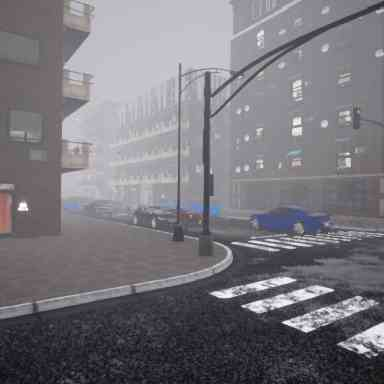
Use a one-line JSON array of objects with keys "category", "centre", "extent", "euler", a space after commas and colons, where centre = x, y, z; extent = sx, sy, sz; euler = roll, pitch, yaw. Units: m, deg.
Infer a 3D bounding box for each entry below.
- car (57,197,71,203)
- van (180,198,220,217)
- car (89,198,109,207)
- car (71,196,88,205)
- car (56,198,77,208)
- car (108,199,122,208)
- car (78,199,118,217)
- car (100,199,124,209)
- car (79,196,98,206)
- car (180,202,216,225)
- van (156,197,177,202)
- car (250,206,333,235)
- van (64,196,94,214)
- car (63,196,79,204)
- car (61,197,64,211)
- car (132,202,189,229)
[{"category": "car", "centre": [-27.768, 1.727, 72.111], "extent": [1.887, 1.381, 4.507], "euler": [1, -1, -35]}, {"category": "van", "centre": [0.893, 1.439, 30.717], "extent": [1.690, 1.788, 3.998], "euler": [1, -1, -35]}, {"category": "car", "centre": [-15.030, 1.730, 53.713], "extent": [1.802, 1.307, 4.206], "euler": [1, -1, -35]}, {"category": "car", "centre": [-21.398, 1.606, 62.913], "extent": [1.967, 1.590, 4.097], "euler": [1, -1, -35]}, {"category": "car", "centre": [-18.789, 1.647, 49.802], "extent": [1.994, 1.385, 4.181], "euler": [1, -1, -35]}, {"category": "car", "centre": [-9.711, 1.576, 36.533], "extent": [1.812, 1.442, 4.674], "euler": [1, -1, -35]}, {"category": "car", "centre": [-8.772, 1.592, 30.829], "extent": [1.802, 1.307, 4.206], "euler": [1, -1, -35]}, {"category": "car", "centre": [-11.846, 1.683, 49.114], "extent": [1.887, 1.381, 4.507], "euler": [1, -1, -35]}, {"category": "car", "centre": [-18.214, 1.597, 58.313], "extent": [1.967, 1.590, 4.097], "euler": [1, -1, -35]}, {"category": "car", "centre": [-0.681, 1.621, 23.470], "extent": [1.895, 1.301, 4.718], "euler": [1, -1, -35]}, {"category": "van", "centre": [-2.291, 1.450, 35.316], "extent": [1.690, 1.788, 3.998], "euler": [1, -1, -35]}, {"category": "car", "centre": [5.506, 1.524, 19.089], "extent": [1.882, 1.535, 5.008], "euler": [-1, 0, -36]}, {"category": "van", "centre": [-11.954, 1.361, 35.431], "extent": [1.690, 1.788, 3.998], "euler": [1, -1, -35]}, {"category": "car", "centre": [-24.582, 1.614, 67.512], "extent": [1.967, 1.590, 4.097], "euler": [1, -1, -35]}, {"category": "car", "centre": [-15.140, 1.581, 40.029], "extent": [2.008, 1.369, 4.403], "euler": [1, -1, -35]}, {"category": "car", "centre": [-2.402, 1.540, 21.630], "extent": [2.008, 1.369, 4.403], "euler": [1, -1, -35]}]
